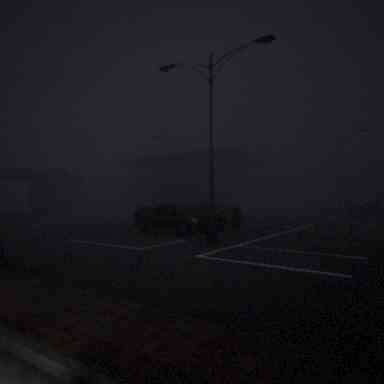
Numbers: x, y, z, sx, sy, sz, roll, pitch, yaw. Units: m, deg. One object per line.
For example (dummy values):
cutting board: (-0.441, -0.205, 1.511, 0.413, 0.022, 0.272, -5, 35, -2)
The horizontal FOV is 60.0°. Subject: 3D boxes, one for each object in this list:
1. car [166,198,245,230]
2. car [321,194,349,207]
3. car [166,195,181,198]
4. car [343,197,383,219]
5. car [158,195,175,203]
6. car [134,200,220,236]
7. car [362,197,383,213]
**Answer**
car: (0.715, 1.397, 20.358, 5.027, 1.636, 2.152, 0, 0, 36)
car: (20.840, 1.426, 48.081, 3.806, 1.475, 1.970, 0, 0, 36)
car: (-3.871, 1.744, 70.866, 2.242, 1.667, 4.611, 0, 0, 36)
car: (13.892, 1.340, 25.417, 3.633, 1.501, 1.845, 0, 0, 36)
car: (-5.895, 1.610, 77.705, 1.905, 1.878, 3.866, 0, 0, 36)
car: (-1.089, 1.406, 17.792, 4.514, 1.523, 2.007, 0, 0, 36)
car: (19.808, 1.318, 33.470, 4.514, 1.523, 2.007, 0, 0, 36)
